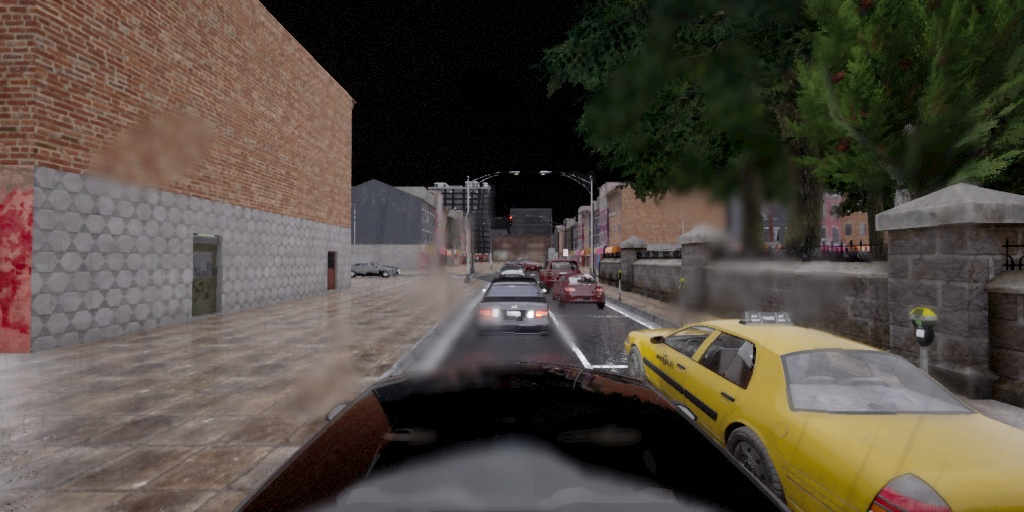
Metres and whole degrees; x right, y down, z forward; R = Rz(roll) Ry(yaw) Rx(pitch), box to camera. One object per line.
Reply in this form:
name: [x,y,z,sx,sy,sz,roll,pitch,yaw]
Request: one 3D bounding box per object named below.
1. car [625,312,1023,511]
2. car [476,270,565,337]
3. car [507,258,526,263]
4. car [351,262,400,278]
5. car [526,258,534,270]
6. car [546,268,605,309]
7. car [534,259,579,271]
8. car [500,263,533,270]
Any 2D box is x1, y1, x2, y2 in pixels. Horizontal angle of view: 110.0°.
car: [2.639,1.276,4.005,1.751,1.417,4.829,0,0,0]
car: [0.063,1.300,10.252,2.033,1.411,5.357,0,0,0]
car: [0.106,1.293,43.276,2.128,1.511,4.902,0,0,-4]
car: [-12.411,1.234,31.744,4.902,1.511,2.128,0,-1,0]
car: [2.614,1.356,46.612,1.888,1.381,4.507,0,0,0]
car: [2.633,1.338,14.734,1.802,1.307,4.207,0,0,0]
car: [2.630,1.076,20.183,2.192,1.841,5.009,0,0,0]
car: [0.015,1.287,19.963,1.812,1.442,4.674,0,0,1]
